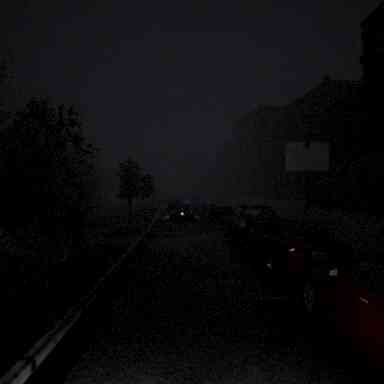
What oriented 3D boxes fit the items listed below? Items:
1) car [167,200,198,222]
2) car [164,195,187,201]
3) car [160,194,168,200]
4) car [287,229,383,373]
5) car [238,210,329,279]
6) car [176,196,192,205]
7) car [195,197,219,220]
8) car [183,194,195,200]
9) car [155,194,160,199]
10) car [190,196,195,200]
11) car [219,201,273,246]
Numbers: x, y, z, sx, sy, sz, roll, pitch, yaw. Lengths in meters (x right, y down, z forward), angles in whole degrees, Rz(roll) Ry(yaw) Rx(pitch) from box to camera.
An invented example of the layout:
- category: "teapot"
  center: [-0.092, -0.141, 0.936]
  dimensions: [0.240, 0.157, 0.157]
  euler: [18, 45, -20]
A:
- category: "car"
  center: [-0.836, 1.579, 26.485]
  dimensions: [1.994, 1.385, 4.181]
  euler: [0, 0, -4]
- category: "car"
  center: [-2.213, 1.495, 42.854]
  dimensions: [2.128, 1.511, 4.902]
  euler: [0, 0, -6]
- category: "car"
  center: [-5.914, 1.314, 81.776]
  dimensions: [1.946, 1.575, 5.366]
  euler: [0, 0, -13]
- category: "car"
  center: [3.022, 1.526, 4.458]
  dimensions: [2.002, 1.452, 4.674]
  euler: [0, 0, -1]
- category: "car"
  center: [2.930, 1.521, 10.061]
  dimensions: [2.163, 1.488, 4.792]
  euler: [0, 0, -1]
- category: "car"
  center: [-1.449, 1.443, 59.888]
  dimensions: [2.231, 1.521, 4.892]
  euler: [0, 0, -9]
- category: "car"
  center: [1.767, 1.498, 32.237]
  dimensions: [2.097, 1.535, 5.008]
  euler: [0, 0, -4]
- category: "car"
  center: [0.106, 1.476, 49.040]
  dimensions: [1.946, 1.575, 5.366]
  euler: [0, 0, -7]
- category: "car"
  center: [-7.655, 1.304, 88.599]
  dimensions: [2.163, 1.488, 4.792]
  euler: [0, 0, -14]
- category: "car"
  center: [1.314, 1.496, 37.787]
  dimensions: [2.097, 1.535, 5.008]
  euler: [0, 0, -5]
- category: "car"
  center: [2.746, 1.370, 15.558]
  dimensions: [2.185, 1.767, 4.553]
  euler: [0, 0, -2]
